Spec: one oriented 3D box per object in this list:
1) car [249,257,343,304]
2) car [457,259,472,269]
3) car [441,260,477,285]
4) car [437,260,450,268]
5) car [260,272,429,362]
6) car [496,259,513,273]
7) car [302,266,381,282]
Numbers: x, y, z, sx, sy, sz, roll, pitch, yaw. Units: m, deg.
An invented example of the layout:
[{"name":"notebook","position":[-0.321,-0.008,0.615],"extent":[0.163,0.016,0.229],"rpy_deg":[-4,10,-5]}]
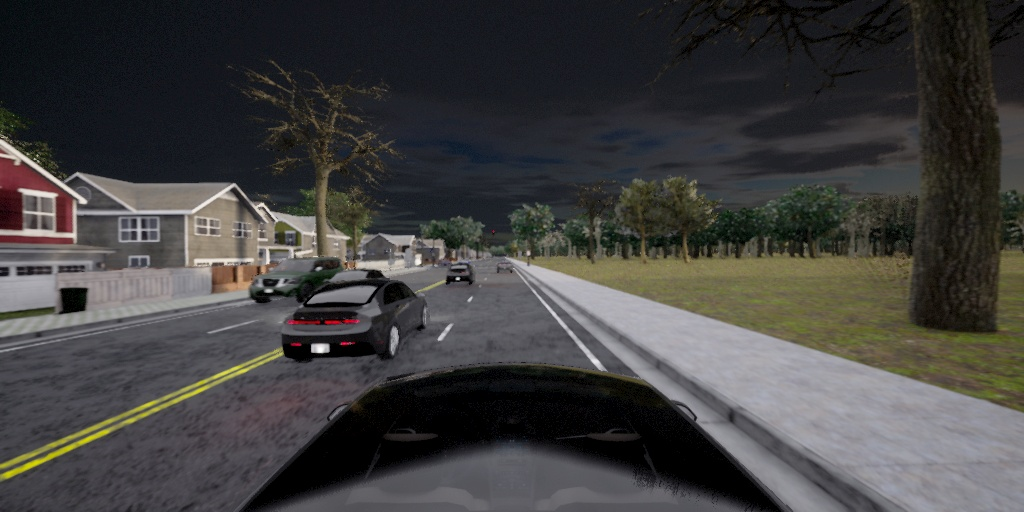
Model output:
[{"name":"car","position":[-10.198,1.093,17.689],"extent":[2.150,2.045,5.566],"rpy_deg":[-1,0,-1]},{"name":"car","position":[-7.885,1.331,59.593],"extent":[1.882,1.535,5.008],"rpy_deg":[-1,0,-1]},{"name":"car","position":[-3.714,1.287,26.602],"extent":[1.837,1.490,4.892],"rpy_deg":[-1,0,-1]},{"name":"car","position":[-11.135,1.254,59.482],"extent":[1.895,1.301,4.718],"rpy_deg":[-1,0,-1]},{"name":"car","position":[-3.263,1.294,8.406],"extent":[1.837,1.490,4.892],"rpy_deg":[-1,0,-1]},{"name":"car","position":[-0.896,1.221,43.989],"extent":[2.128,1.511,4.902],"rpy_deg":[-1,0,-2]},{"name":"car","position":[-6.901,1.336,15.912],"extent":[1.837,1.490,4.892],"rpy_deg":[-1,0,-1]}]
